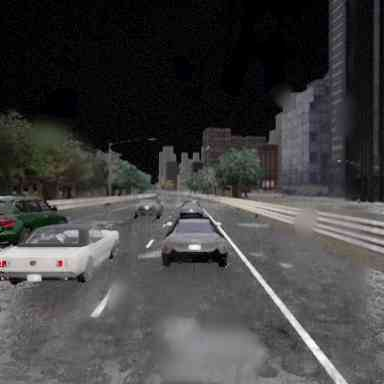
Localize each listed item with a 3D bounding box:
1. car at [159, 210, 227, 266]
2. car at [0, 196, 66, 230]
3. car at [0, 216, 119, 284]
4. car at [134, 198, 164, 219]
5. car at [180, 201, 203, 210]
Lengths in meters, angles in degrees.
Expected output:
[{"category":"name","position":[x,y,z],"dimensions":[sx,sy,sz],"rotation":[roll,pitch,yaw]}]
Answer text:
[{"category":"car","position":[0.072,1.525,11.405],"dimensions":[1.994,1.385,4.181],"rotation":[0,0,0]},{"category":"car","position":[-6.954,1.178,13.435],"dimensions":[2.150,2.045,5.566],"rotation":[0,0,0]},{"category":"car","position":[-3.419,1.567,9.426],"dimensions":[1.895,1.301,4.718],"rotation":[0,0,0]},{"category":"car","position":[-3.569,1.280,28.398],"dimensions":[2.097,1.767,4.553],"rotation":[0,0,-1]},{"category":"car","position":[-0.081,1.492,29.372],"dimensions":[1.994,1.385,4.181],"rotation":[0,0,-1]}]
